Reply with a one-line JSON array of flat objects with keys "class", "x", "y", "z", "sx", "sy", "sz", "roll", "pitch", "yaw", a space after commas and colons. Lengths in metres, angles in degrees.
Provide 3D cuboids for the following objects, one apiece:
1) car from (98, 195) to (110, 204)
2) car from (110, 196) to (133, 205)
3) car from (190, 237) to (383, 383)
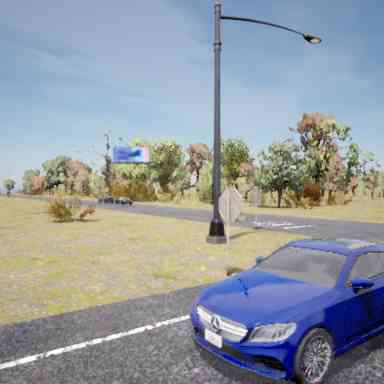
[{"class": "car", "x": -15.878, "y": 1.383, "z": 61.199, "sx": 1.837, "sy": 1.490, "sz": 4.892, "roll": 0, "pitch": 0, "yaw": -34}, {"class": "car", "x": -11.352, "y": 1.494, "z": 54.480, "sx": 1.895, "sy": 1.301, "sz": 4.718, "roll": 0, "pitch": 0, "yaw": -33}, {"class": "car", "x": 2.157, "y": 1.524, "z": 5.407, "sx": 4.674, "sy": 1.442, "sz": 1.812, "roll": 0, "pitch": 0, "yaw": -35}]
